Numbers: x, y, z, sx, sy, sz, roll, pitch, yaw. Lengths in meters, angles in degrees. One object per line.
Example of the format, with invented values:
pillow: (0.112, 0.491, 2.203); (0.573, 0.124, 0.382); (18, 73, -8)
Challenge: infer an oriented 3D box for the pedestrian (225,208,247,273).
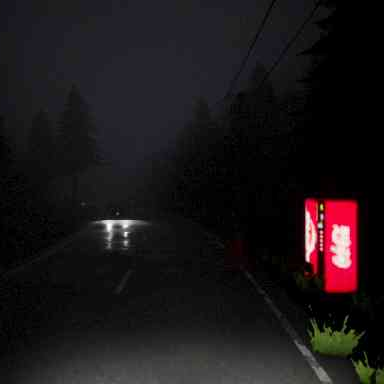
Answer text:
pedestrian: (1.172, 1.244, 8.851); (0.375, 1.860, 0.375); (0, 0, -2)

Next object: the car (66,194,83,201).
car: (-21.135, 1.148, 59.895); (1.882, 1.535, 5.008); (0, 0, -37)

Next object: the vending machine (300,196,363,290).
vending machine: (3.279, 1.152, 7.897); (1.100, 2.100, 0.880); (0, 0, -2)

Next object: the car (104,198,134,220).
car: (-5.994, 1.417, 26.644); (1.994, 1.385, 4.181); (0, 0, -14)

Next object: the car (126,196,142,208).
car: (-7.936, 1.247, 43.789); (2.128, 1.511, 4.902); (0, 0, -23)
